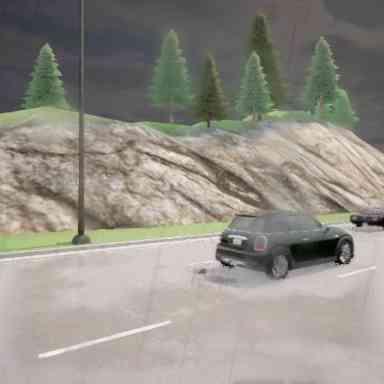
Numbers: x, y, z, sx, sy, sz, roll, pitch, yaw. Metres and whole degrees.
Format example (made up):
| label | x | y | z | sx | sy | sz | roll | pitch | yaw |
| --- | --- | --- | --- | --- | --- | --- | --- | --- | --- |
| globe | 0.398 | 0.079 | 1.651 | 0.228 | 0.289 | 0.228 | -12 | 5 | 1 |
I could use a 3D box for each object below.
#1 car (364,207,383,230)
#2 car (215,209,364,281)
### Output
| label | x | y | z | sx | sy | sz | roll | pitch | yaw |
| --- | --- | --- | --- | --- | --- | --- | --- | --- | --- |
| car | 12.047 | 1.601 | 20.971 | 4.718 | 1.301 | 1.895 | 0 | 0 | -36 |
| car | 2.936 | 1.353 | 10.150 | 4.553 | 1.767 | 2.097 | 0 | 0 | -36 |
